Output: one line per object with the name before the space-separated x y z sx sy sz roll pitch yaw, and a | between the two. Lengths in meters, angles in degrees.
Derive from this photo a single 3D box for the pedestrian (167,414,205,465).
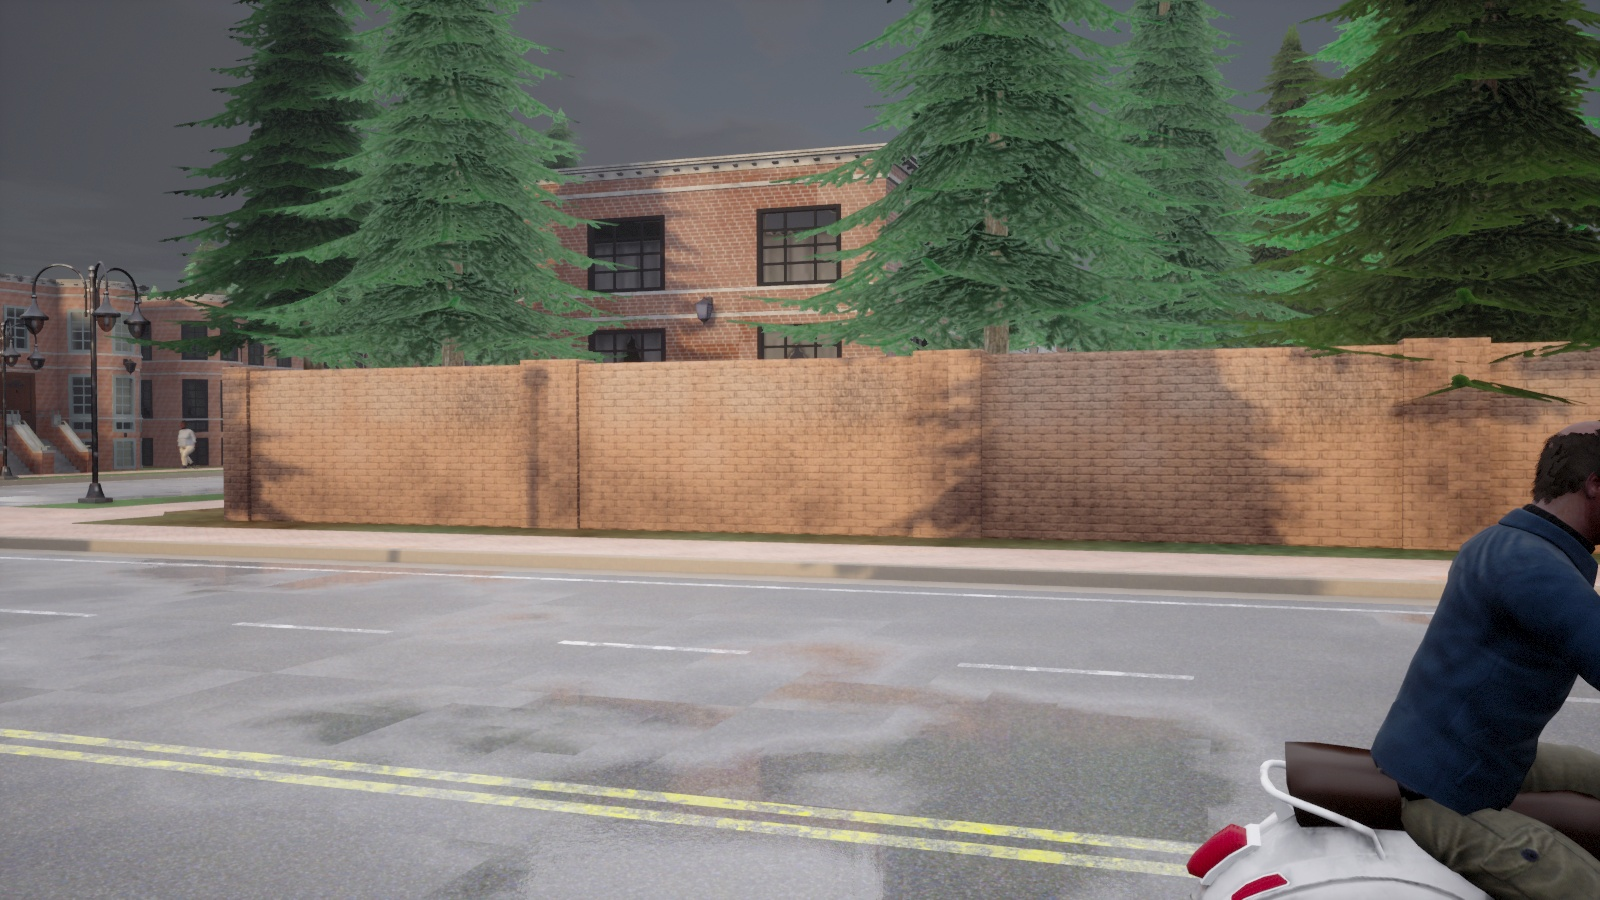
pedestrian | -22.642 -0.376 46.285 0.874 1.855 0.900 1 1 20

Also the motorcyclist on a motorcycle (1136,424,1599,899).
motorcyclist on a motorcycle | 1.671 0.744 2.630 1.817 1.590 0.866 1 1 19
